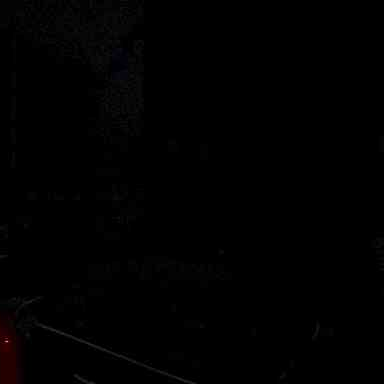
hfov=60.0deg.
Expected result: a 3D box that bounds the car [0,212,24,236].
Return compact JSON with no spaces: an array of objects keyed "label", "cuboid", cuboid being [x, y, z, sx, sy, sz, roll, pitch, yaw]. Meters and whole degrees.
[{"label":"car","cuboid":[-5.113,1.266,6.589,5.009,1.841,2.192,0,0,35]}]

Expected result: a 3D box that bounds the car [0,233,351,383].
[{"label":"car","cuboid":[-0.680,1.425,3.442,4.097,1.590,1.967,0,0,35]}]
